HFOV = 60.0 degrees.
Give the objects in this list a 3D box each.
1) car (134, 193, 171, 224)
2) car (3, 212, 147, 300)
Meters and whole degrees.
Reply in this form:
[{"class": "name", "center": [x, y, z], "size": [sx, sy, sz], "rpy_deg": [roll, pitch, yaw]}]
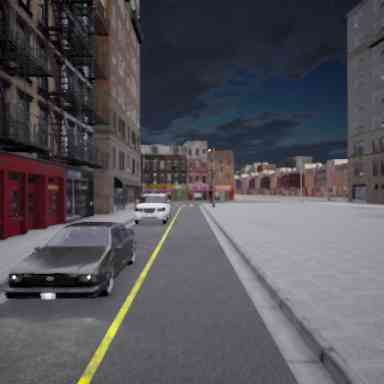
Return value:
[{"class": "car", "center": [-2.701, 1.111, 23.815], "size": [2.150, 2.045, 5.566], "rpy_deg": [0, 0, 0]}, {"class": "car", "center": [-2.643, 1.508, 8.753], "size": [2.033, 1.411, 5.357], "rpy_deg": [0, 0, 0]}]
